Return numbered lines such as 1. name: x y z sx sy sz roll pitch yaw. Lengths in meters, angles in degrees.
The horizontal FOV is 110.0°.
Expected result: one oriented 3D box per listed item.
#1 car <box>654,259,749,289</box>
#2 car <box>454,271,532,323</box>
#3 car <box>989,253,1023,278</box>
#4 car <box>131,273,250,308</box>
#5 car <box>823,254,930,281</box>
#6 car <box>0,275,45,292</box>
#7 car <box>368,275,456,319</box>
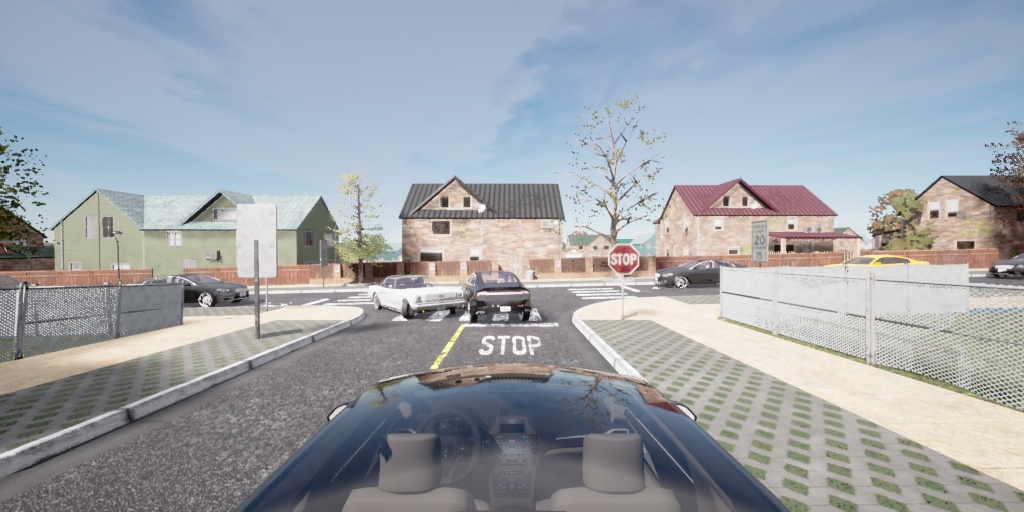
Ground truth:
1. car: 10.328 0.926 19.619 4.902 1.511 2.128 -1 1 0
2. car: -0.687 1.243 12.210 2.128 1.511 4.902 0 0 -12
3. car: 29.383 0.478 19.694 4.902 1.511 2.128 -1 1 0
4. car: -14.904 1.566 16.563 4.902 1.511 2.128 -1 1 0
5. car: 19.759 0.690 19.657 5.008 1.535 1.882 -1 1 -1
6. car: -24.242 1.648 16.522 4.553 1.767 2.097 -1 1 0
7. car: -3.604 1.368 13.069 1.895 1.301 4.718 0 0 -38
